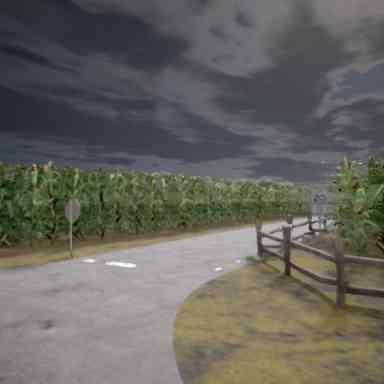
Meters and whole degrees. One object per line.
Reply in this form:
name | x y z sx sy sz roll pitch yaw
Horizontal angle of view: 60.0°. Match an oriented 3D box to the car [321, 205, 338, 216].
car | 18.859 2.528 45.785 2.128 1.511 4.902 -2 -2 33
